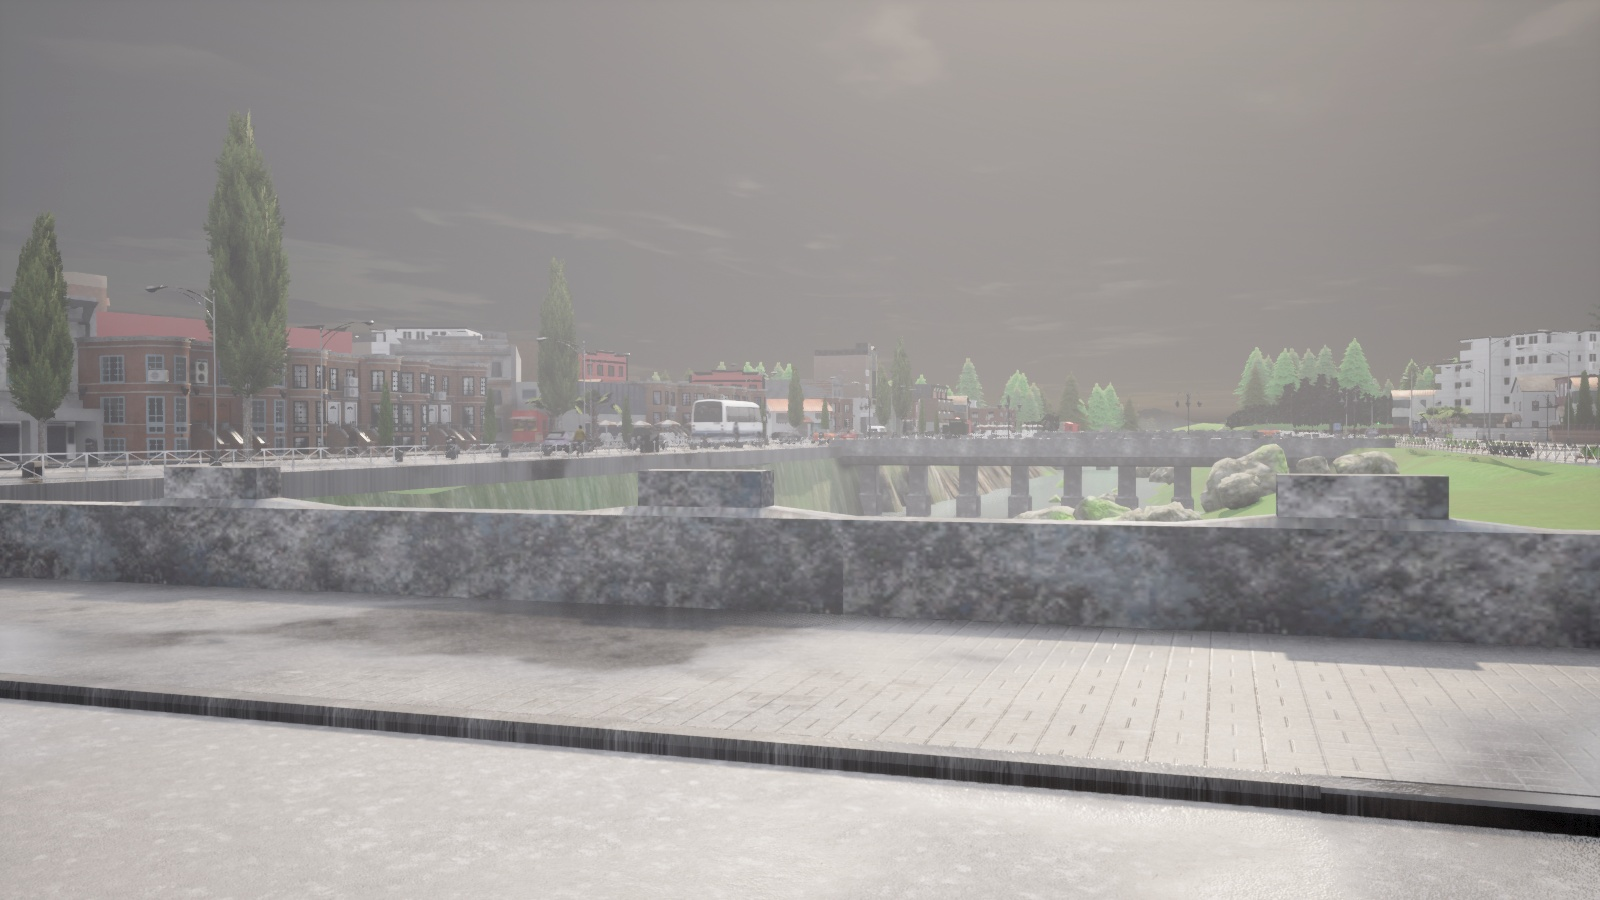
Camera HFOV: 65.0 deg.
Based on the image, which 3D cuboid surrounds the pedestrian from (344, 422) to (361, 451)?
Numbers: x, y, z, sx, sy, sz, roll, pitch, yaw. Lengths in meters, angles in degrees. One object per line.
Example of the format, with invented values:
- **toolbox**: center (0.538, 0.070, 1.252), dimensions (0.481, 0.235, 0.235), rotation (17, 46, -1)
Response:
- **pedestrian**: center (-28.458, -0.849, 79.842), dimensions (0.634, 1.844, 0.899), rotation (1, 1, 19)

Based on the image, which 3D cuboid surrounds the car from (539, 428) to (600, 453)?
- **car**: center (-15.899, -0.694, 86.853), dimensions (2.033, 1.649, 4.856), rotation (1, 1, 19)

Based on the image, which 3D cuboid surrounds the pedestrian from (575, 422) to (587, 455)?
- **pedestrian**: center (-12.346, -0.643, 70.764), dimensions (0.431, 1.840, 0.709), rotation (0, 1, 17)
